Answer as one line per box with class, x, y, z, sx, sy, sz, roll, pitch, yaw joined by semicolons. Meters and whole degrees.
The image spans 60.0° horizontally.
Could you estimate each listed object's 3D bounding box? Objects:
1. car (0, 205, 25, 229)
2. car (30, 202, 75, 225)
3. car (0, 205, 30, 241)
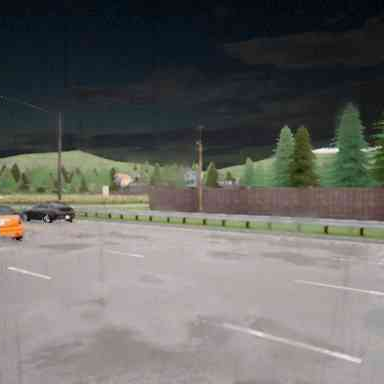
car;-13.232;1.596;22.050;4.718;1.301;1.895;0;0;36
car;-10.603;1.500;24.473;4.892;1.490;1.837;0;0;36
car;-9.766;1.348;15.273;4.553;1.767;2.097;0;0;36
